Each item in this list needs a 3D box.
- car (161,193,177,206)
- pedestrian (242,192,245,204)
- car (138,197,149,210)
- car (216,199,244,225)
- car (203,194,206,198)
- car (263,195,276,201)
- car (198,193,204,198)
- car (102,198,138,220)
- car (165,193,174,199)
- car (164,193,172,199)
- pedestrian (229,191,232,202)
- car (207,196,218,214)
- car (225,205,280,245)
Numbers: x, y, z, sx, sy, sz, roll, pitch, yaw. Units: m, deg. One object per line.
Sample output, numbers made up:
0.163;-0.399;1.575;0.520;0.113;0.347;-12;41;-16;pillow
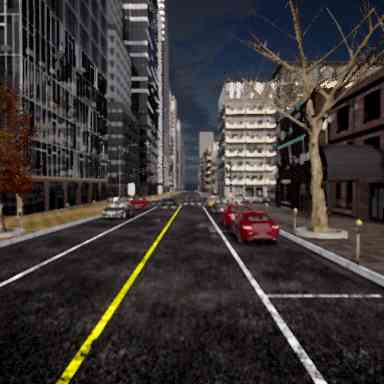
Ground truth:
-3.083;1.240;46.095;1.994;1.385;4.181;0;0;1;car
8.089;0.973;51.912;0.375;1.860;0.375;-1;1;0;pedestrian
-5.865;1.280;37.390;1.887;1.381;4.507;-1;0;0;car
2.728;1.399;20.408;1.887;1.381;4.507;-1;0;0;car
2.769;1.221;43.154;1.752;1.417;4.829;-1;0;0;car
16.256;1.169;66.130;4.403;1.369;2.008;0;1;1;car
2.602;0.948;86.593;2.008;1.369;4.403;-1;0;0;car
-5.828;1.365;26.101;2.008;1.369;4.403;-1;0;0;car
-5.778;0.963;86.585;1.947;1.339;4.313;-1;0;0;car
-5.773;0.962;80.761;1.752;1.417;4.829;-1;0;0;car
6.089;0.783;52.506;0.375;1.860;0.375;-1;1;0;pedestrian
2.779;1.326;31.696;2.008;1.369;4.403;-1;0;0;car
2.699;1.477;14.764;1.802;1.307;4.206;-1;0;0;car
